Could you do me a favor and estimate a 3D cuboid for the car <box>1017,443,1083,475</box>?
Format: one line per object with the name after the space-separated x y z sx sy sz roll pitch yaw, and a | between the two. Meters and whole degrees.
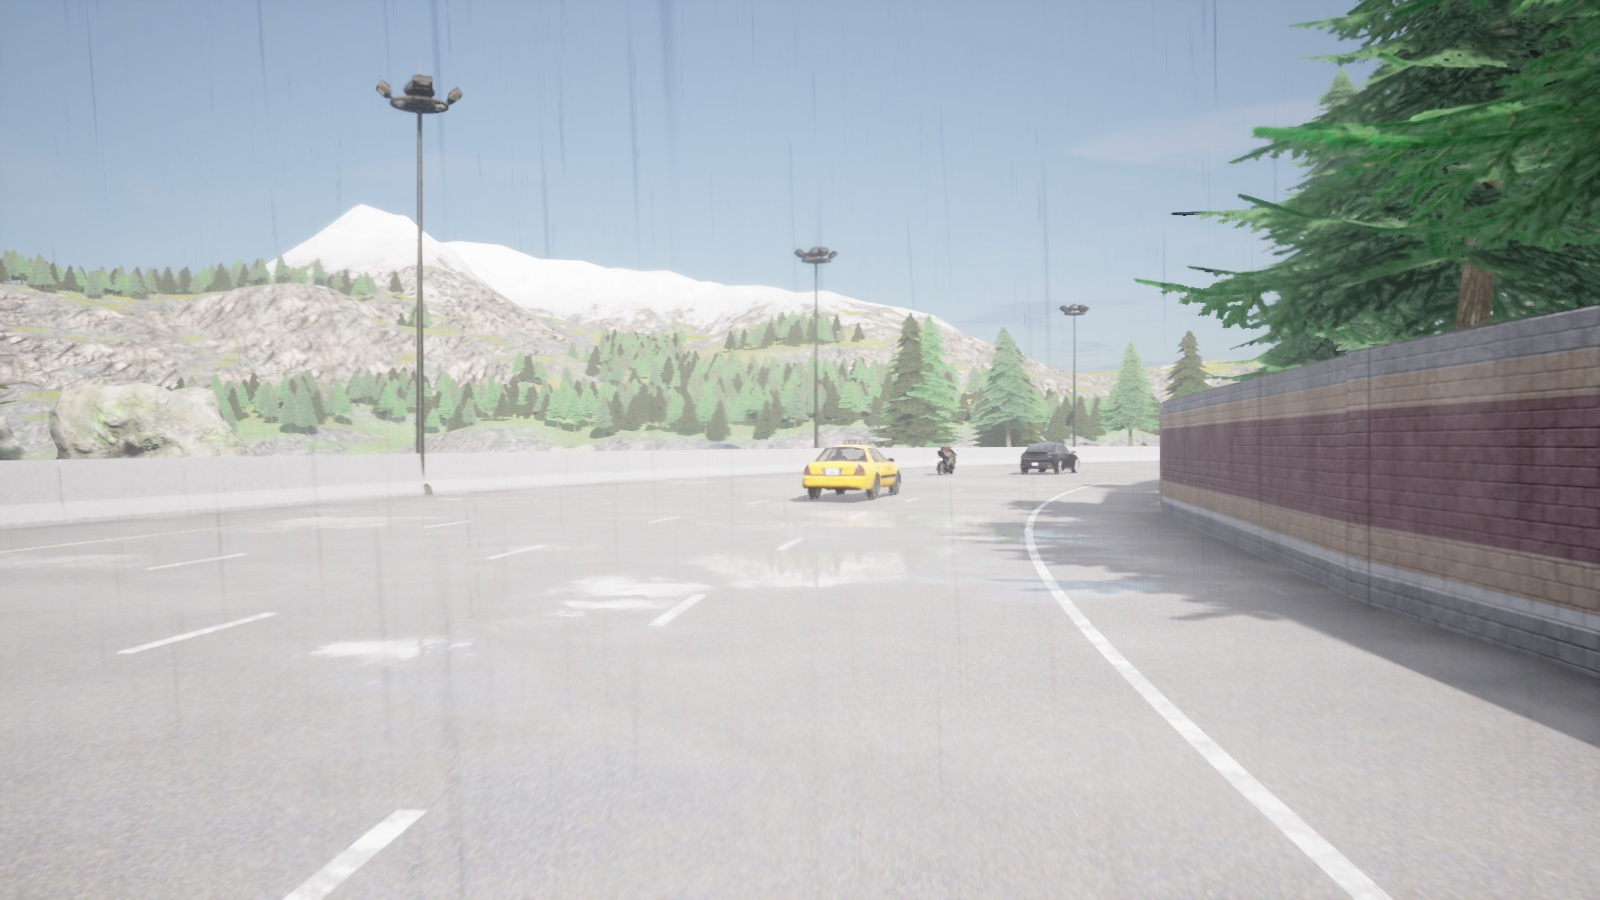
12.156 0.422 60.845 1.837 1.490 4.892 0 0 28 | car

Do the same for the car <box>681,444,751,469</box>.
-4.885 0.352 73.470 1.812 1.442 4.674 0 0 29 | car

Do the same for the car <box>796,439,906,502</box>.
1.485 0.494 34.150 1.801 1.575 5.366 0 0 16 | car

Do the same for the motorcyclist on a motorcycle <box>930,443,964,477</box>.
6.826 0.461 58.191 0.866 1.530 2.191 1 1 26 | motorcyclist on a motorcycle
